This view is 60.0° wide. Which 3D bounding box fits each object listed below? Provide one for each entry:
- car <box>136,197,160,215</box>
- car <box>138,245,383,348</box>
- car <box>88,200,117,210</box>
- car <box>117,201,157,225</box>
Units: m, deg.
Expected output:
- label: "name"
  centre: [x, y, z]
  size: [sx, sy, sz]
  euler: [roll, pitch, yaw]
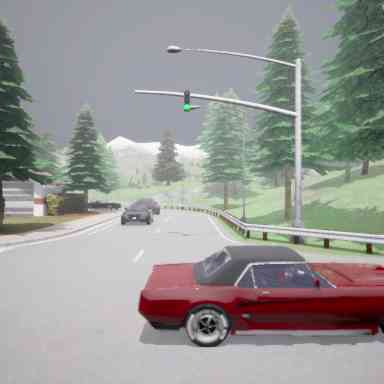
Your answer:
- label: "car"
  centre: [-4.697, 1.352, 33.955]
  size: [2.097, 1.767, 4.553]
  euler: [0, 0, -19]
- label: "car"
  centre: [1.560, 1.623, 5.685]
  size: [4.718, 1.301, 1.895]
  euler: [0, 0, -1]
- label: "car"
  centre: [-11.244, 1.608, 41.717]
  size: [4.718, 1.301, 1.895]
  euler: [0, 0, 14]
- label: "car"
  centre: [-3.898, 1.564, 24.162]
  size: [1.994, 1.385, 4.181]
  euler: [0, 0, -2]
